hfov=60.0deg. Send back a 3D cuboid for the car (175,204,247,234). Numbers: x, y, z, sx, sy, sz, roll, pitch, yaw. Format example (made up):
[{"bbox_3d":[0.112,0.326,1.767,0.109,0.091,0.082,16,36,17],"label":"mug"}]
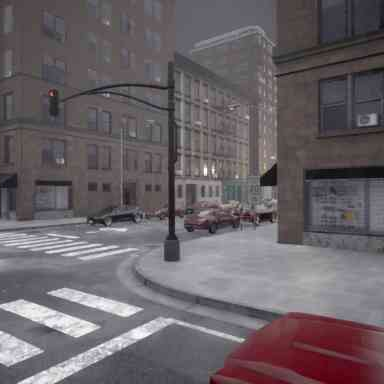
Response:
[{"bbox_3d":[1.178,1.555,18.872,1.802,1.307,4.206,0,0,36],"label":"car"}]

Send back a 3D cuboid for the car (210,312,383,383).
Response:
[{"bbox_3d":[2.381,1.601,1.991,4.718,1.301,1.895,0,0,36],"label":"car"}]

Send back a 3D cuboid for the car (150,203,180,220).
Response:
[{"bbox_3d":[-2.142,1.604,28.027,1.802,1.307,4.206,0,0,36],"label":"car"}]

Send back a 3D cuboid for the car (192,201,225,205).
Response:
[{"bbox_3d":[1.067,1.565,32.516,1.887,1.381,4.507,0,0,36],"label":"car"}]

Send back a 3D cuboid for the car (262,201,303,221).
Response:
[{"bbox_3d":[7.696,1.495,27.990,1.752,1.417,4.829,0,0,36],"label":"car"}]

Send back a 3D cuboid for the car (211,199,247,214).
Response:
[{"bbox_3d":[4.177,1.544,36.867,1.752,1.417,4.829,0,0,36],"label":"car"}]

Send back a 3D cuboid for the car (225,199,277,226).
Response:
[{"bbox_3d":[4.387,1.412,23.362,1.967,1.590,4.097,0,0,36],"label":"car"}]

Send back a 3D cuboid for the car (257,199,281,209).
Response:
[{"bbox_3d":[10.695,1.601,45.983,1.802,1.307,4.206,0,0,36],"label":"car"}]

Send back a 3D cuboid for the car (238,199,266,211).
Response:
[{"bbox_3d":[7.486,1.600,41.494,1.802,1.307,4.206,0,0,36],"label":"car"}]

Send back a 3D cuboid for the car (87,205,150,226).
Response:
[{"bbox_3d":[-5.352,1.590,23.538,1.947,1.339,4.313,0,0,36],"label":"car"}]
